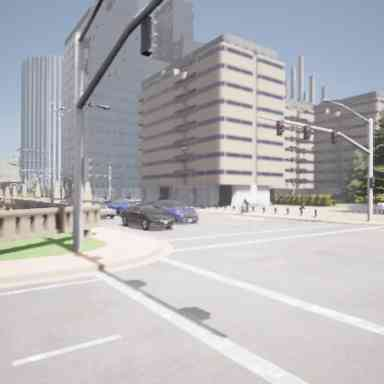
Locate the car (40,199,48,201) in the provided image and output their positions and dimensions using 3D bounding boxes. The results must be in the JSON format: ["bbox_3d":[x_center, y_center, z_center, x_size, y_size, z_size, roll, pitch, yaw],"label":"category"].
[{"bbox_3d":[-20.852,1.659,46.744,1.895,1.301,4.718,0,0,-35],"label":"car"}]

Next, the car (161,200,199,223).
[{"bbox_3d":[-1.402,1.428,25.398,2.097,1.767,4.553,0,0,-35],"label":"car"}]

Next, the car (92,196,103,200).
[{"bbox_3d":[-12.457,1.429,40.918,2.097,1.767,4.553,0,0,-35],"label":"car"}]

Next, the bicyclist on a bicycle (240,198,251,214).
[{"bbox_3d":[5.549,1.439,34.567,1.656,1.620,0.582,0,0,-36],"label":"bicyclist on a bicycle"}]

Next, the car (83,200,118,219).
[{"bbox_3d":[-8.318,1.657,29.061,1.895,1.301,4.718,0,0,-36],"label":"car"}]

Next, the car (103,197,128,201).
[{"bbox_3d":[-6.729,1.554,32.870,1.882,1.535,5.008,0,0,-36],"label":"car"}]

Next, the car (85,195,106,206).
[{"bbox_3d":[-17.500,1.468,60.188,2.097,1.767,4.553,0,0,-36],"label":"car"}]

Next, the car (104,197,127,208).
[{"bbox_3d":[-12.313,1.621,53.011,1.837,1.490,4.892,0,0,-35],"label":"car"}]

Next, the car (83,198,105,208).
[{"bbox_3d":[-15.043,1.623,50.808,1.812,1.442,4.674,0,0,-35],"label":"car"}]

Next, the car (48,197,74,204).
[{"bbox_3d":[-14.285,1.549,37.446,2.128,1.511,4.902,0,0,-35],"label":"car"}]

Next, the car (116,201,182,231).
[{"bbox_3d":[-2.938,1.561,21.521,1.837,1.490,4.892,0,0,-36],"label":"car"}]

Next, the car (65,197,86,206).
[{"bbox_3d":[-20.367,1.589,58.180,2.128,1.511,4.902,0,0,-36],"label":"car"}]
